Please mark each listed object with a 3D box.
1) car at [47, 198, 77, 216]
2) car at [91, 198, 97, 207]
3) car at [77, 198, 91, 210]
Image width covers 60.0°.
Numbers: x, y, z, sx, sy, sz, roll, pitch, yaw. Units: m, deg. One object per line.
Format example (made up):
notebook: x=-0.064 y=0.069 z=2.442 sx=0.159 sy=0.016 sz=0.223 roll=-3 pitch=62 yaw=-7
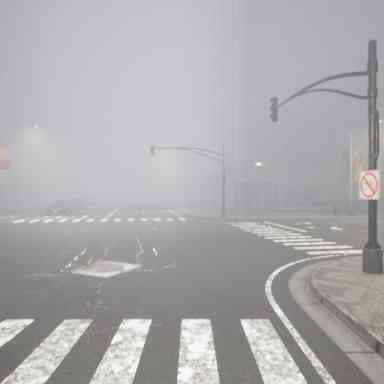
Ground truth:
car: x=-13.196 y=1.541 z=33.462 sx=1.812 sy=1.442 sz=4.674 roll=0 pitch=0 yaw=-10
car: x=-16.375 y=1.599 z=53.139 sx=1.994 sy=1.385 sz=4.181 roll=0 pitch=0 yaw=-9
car: x=-14.783 y=1.502 z=43.294 sx=1.882 sy=1.535 sz=5.008 roll=0 pitch=0 yaw=-9
